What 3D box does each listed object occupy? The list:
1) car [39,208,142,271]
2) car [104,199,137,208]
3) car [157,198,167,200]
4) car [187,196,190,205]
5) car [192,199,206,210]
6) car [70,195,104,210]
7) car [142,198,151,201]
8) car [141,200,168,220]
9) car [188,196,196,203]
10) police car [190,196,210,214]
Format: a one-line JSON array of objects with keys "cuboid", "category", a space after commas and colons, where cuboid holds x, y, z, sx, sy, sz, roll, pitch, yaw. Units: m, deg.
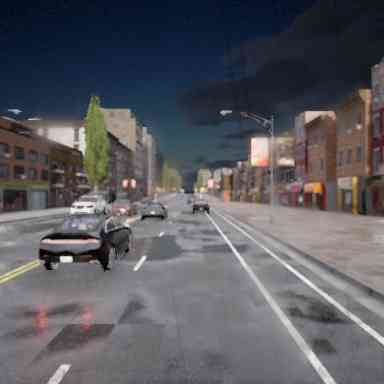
[{"cuboid": [-3.154, 1.475, 10.771, 2.128, 1.511, 4.902, 0, 0, 0], "category": "car"}, {"cuboid": [-6.595, 1.463, 31.902, 2.097, 1.767, 4.553, 0, -1, 0], "category": "car"}, {"cuboid": [-6.503, 1.963, 72.321, 1.812, 1.442, 4.674, 0, -1, 0], "category": "car"}, {"cuboid": [-0.002, 1.802, 72.168, 2.097, 1.767, 4.553, 0, -1, 0], "category": "car"}, {"cuboid": [0.973, 1.774, 47.380, 1.837, 1.490, 4.892, 0, -1, 0], "category": "car"}, {"cuboid": [-9.848, 1.337, 32.092, 2.150, 2.045, 5.566, 0, -1, 0], "category": "car"}, {"cuboid": [-9.753, 1.967, 71.906, 1.837, 1.490, 4.892, 0, -1, 0], "category": "car"}, {"cuboid": [-3.154, 1.643, 28.653, 1.994, 1.385, 4.181, 0, -1, 0], "category": "car"}, {"cuboid": [-0.003, 2.029, 89.457, 2.150, 2.045, 5.566, 0, -1, 0], "category": "car"}, {"cuboid": [0.973, 1.593, 37.491, 1.930, 1.638, 5.238, 0, -1, 0], "category": "police car"}]
